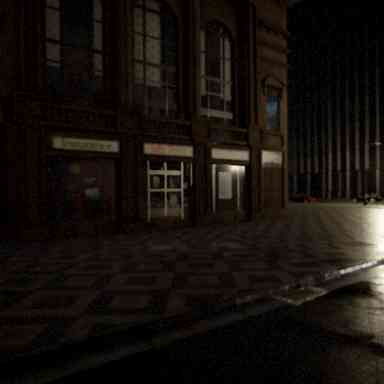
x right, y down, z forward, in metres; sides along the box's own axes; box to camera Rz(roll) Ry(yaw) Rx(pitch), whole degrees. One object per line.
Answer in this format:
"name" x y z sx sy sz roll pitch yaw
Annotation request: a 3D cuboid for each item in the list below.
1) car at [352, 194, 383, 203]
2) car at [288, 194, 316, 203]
"car" 26.647 0.913 50.642 1.947 1.339 4.313 -1 1 -36
"car" 16.424 0.999 50.127 1.887 1.381 4.507 -1 1 -36
